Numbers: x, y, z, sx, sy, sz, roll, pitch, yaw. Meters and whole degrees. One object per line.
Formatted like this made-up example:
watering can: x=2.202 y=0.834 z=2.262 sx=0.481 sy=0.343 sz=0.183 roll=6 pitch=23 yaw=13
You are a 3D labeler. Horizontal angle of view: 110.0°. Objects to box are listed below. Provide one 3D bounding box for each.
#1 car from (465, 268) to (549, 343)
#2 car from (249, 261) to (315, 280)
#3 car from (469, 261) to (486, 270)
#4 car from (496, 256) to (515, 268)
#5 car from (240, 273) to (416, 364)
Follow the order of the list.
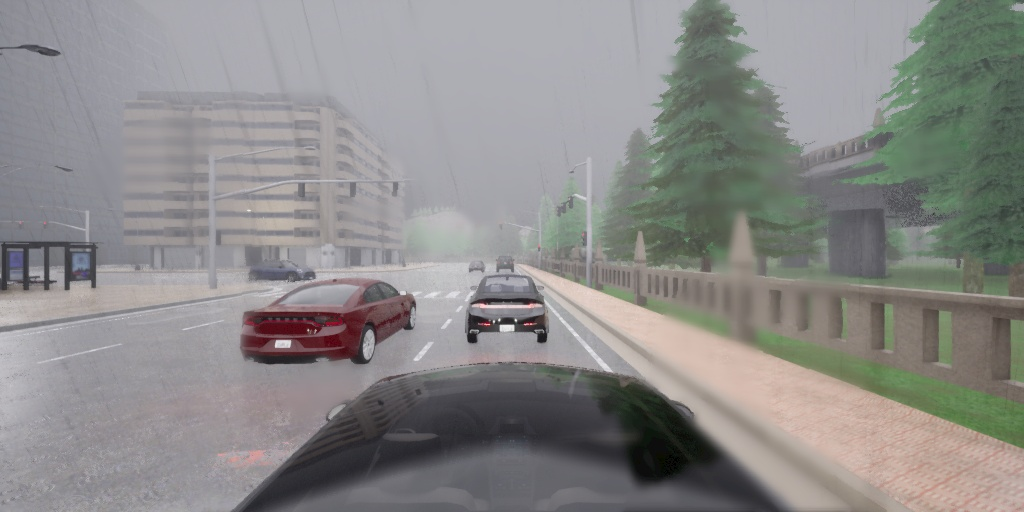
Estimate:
car: x=-0.128 y=1.242 z=9.656 sx=2.128 sy=1.511 sz=4.902 roll=0 pitch=0 yaw=-1
car: x=-18.024 y=1.155 z=28.314 sx=4.553 sy=1.767 sz=2.097 roll=0 pitch=0 yaw=4
car: x=-4.370 y=1.298 z=44.993 sx=2.033 sy=1.411 sz=5.357 roll=0 pitch=0 yaw=-1
car: x=-0.867 y=0.971 z=45.276 sx=2.150 sy=2.045 sz=5.566 roll=0 pitch=0 yaw=-1
car: x=-3.596 y=1.228 z=8.095 sx=1.882 sy=1.535 sz=5.008 roll=0 pitch=0 yaw=0
